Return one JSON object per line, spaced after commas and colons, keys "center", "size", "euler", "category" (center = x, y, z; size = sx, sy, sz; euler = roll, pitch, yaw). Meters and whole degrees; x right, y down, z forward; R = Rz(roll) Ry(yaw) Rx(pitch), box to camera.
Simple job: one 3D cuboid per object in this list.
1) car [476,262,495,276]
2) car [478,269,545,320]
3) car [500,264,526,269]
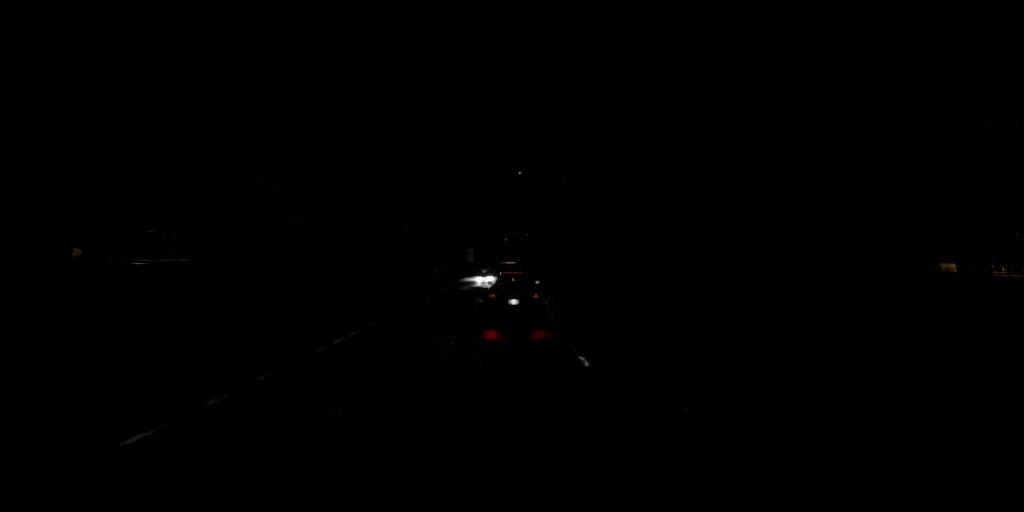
{"center": [-2.815, 1.360, 39.032], "size": [2.128, 1.511, 4.902], "euler": [0, 0, 0], "category": "car"}
{"center": [0.072, 1.348, 12.757], "size": [1.994, 1.385, 4.181], "euler": [0, 0, 0], "category": "car"}
{"center": [0.074, 1.337, 27.688], "size": [1.837, 1.490, 4.892], "euler": [0, 0, 0], "category": "car"}
